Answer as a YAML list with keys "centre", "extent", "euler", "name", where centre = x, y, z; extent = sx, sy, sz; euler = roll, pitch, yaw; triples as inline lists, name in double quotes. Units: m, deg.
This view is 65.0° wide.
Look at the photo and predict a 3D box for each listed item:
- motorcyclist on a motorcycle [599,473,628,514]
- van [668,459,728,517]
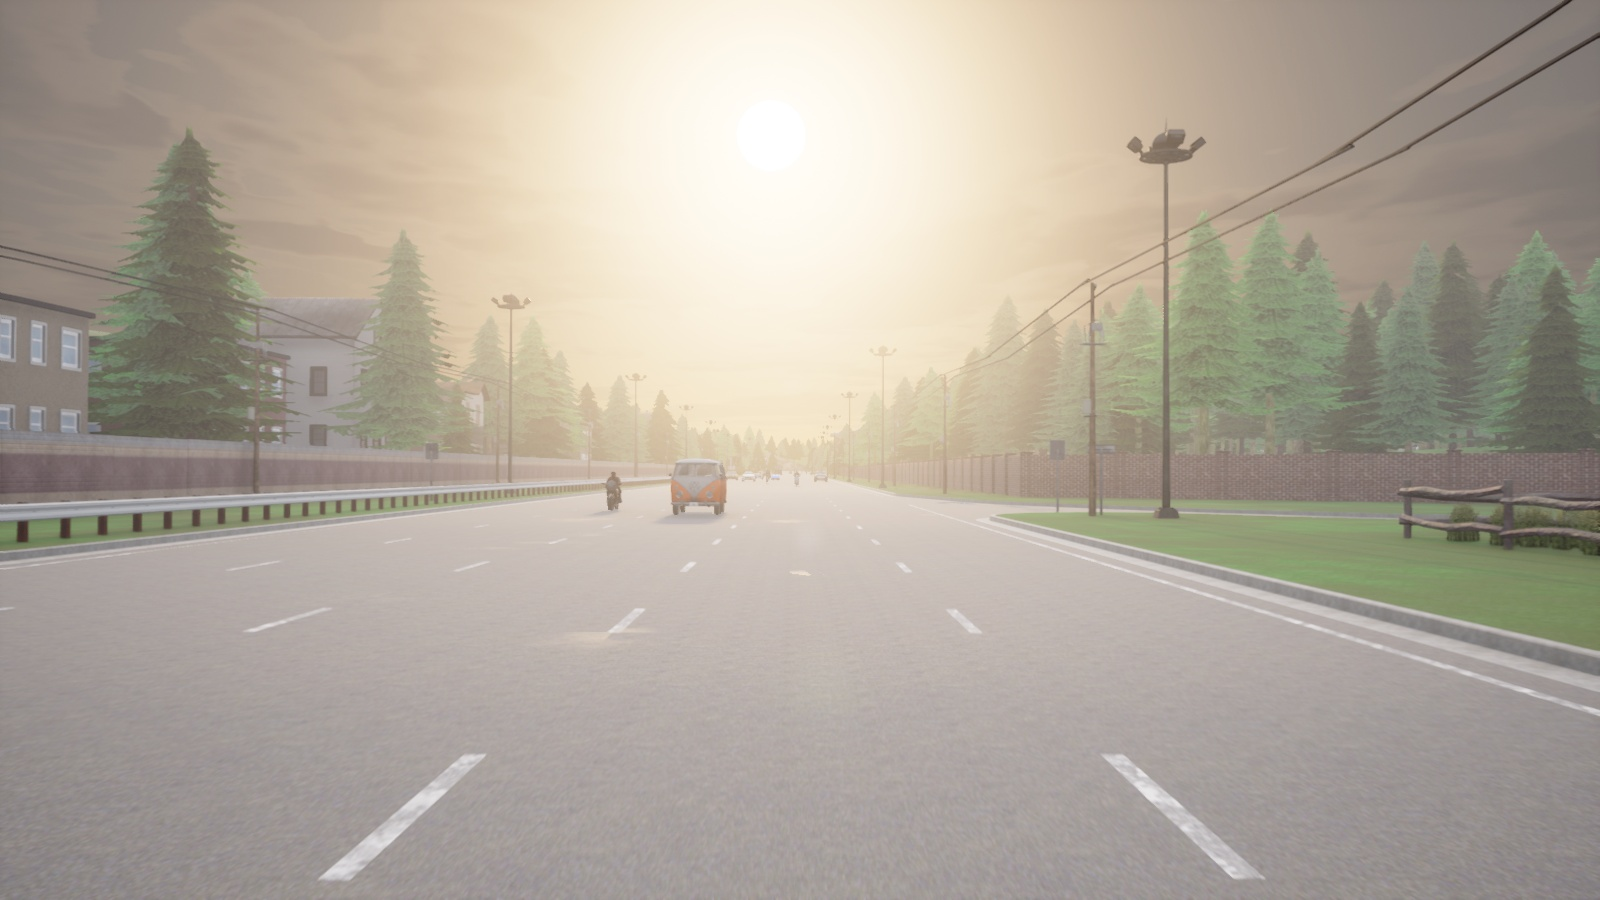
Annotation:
- centre: [-7.115, 1.627, 47.908]
  extent: [0.797, 1.523, 2.044]
  euler: [0, -1, 0]
  name: "motorcyclist on a motorcycle"
- centre: [-3.609, 1.334, 44.991]
  extent: [1.775, 1.987, 4.442]
  euler: [0, -1, 0]
  name: "van"
